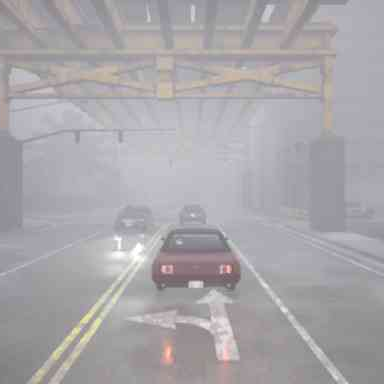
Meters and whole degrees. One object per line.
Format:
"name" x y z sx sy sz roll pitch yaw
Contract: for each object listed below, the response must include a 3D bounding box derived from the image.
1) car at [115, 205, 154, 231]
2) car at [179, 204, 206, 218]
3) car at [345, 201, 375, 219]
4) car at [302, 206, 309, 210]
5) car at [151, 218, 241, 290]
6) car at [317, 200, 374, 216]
"car" -3.531 1.570 20.980 2.128 1.511 4.902 0 0 0
"car" 0.051 1.644 25.774 1.994 1.385 4.181 0 0 0
"car" 13.218 1.540 28.777 4.974 1.542 2.038 0 0 -20
"car" 13.538 1.552 32.936 4.974 1.542 2.038 0 0 25
"car" 0.082 1.634 9.108 1.895 1.301 4.718 0 0 0
"car" 13.267 1.383 28.796 4.536 1.218 1.853 0 0 -20
